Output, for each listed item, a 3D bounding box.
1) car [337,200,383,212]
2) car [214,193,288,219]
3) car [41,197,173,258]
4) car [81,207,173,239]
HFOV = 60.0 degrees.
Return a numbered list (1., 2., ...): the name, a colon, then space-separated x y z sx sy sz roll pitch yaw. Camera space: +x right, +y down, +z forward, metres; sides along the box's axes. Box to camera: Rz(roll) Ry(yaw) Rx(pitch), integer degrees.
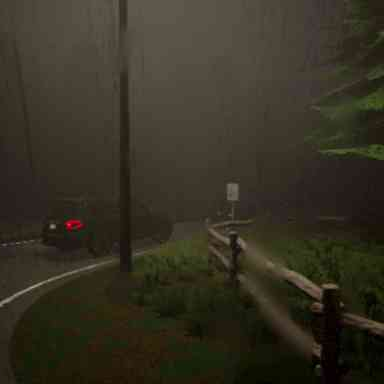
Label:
1. car: 13.973 1.345 26.843 4.181 1.385 1.994 -1 0 -5
2. car: 4.352 1.096 24.075 5.566 2.045 2.150 -1 0 -25
3. car: -3.088 1.209 13.216 2.150 2.045 5.566 -1 0 34
4. car: -3.390 1.568 18.090 1.895 1.301 4.718 0 0 43
